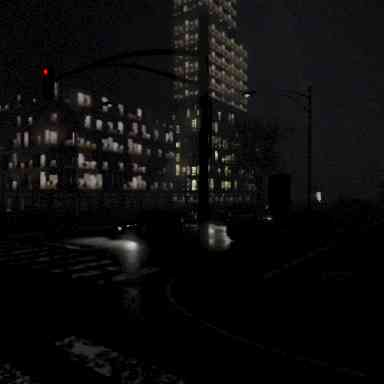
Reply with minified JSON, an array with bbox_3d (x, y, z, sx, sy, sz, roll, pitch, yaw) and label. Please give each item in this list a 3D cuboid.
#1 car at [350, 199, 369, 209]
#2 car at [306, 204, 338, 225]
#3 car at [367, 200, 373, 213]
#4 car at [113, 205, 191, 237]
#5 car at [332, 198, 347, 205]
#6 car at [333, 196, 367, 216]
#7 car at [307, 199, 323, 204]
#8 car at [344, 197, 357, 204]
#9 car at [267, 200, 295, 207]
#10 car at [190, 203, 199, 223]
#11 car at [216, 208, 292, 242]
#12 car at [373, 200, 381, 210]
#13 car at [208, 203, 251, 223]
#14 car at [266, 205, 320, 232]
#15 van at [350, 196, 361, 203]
[{"bbox_3d":[27.960,1.895,55.407,2.128,1.511,4.902,0,0,37],"label":"car"},{"bbox_3d":[9.952,1.857,26.505,1.802,1.307,4.206,0,0,37],"label":"car"},{"bbox_3d":[20.469,1.785,40.849,1.967,1.590,4.097,0,0,37],"label":"car"},{"bbox_3d":[-2.422,1.716,19.729,1.837,1.490,4.892,0,0,36],"label":"car"},{"bbox_3d":[30.198,2.002,68.170,1.947,1.339,4.313,0,0,37],"label":"car"},{"bbox_3d":[17.193,1.638,36.367,2.192,1.841,5.009,0,0,36],"label":"car"},{"bbox_3d":[20.191,1.893,54.648,1.752,1.417,4.829,0,0,37],"label":"car"},{"bbox_3d":[36.701,2.006,76.959,1.752,1.417,4.829,0,0,37],"label":"car"},{"bbox_3d":[9.668,1.643,36.046,2.097,1.767,4.553,0,0,37],"label":"car"},{"bbox_3d":[0.378,1.677,28.089,1.967,1.590,4.097,0,0,36],"label":"car"},{"bbox_3d":[3.432,1.784,17.693,2.008,1.369,4.403,0,0,37],"label":"car"},{"bbox_3d":[27.030,1.829,49.802,1.967,1.590,4.097,0,0,37],"label":"car"},{"bbox_3d":[3.578,1.728,27.834,1.882,1.535,5.008,0,0,36],"label":"car"},{"bbox_3d":[6.693,1.820,22.099,1.947,1.339,4.313,0,0,36],"label":"car"},{"bbox_3d":[40.104,1.845,81.559,1.690,1.788,3.998,0,0,36],"label":"van"}]
